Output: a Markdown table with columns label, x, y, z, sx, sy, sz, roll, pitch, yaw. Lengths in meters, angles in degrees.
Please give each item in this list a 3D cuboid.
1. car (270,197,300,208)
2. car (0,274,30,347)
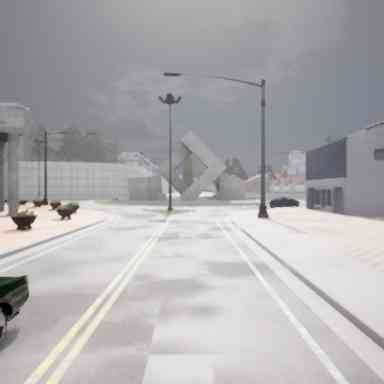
| label | x | y | z | sx | sy | sz | roll | pitch | yaw |
| --- | --- | --- | --- | --- | --- | --- | --- | --- | --- |
| car | 12.017 | 1.295 | 42.926 | 4.181 | 1.385 | 1.994 | 0 | 0 | -35 |
| car | -3.592 | 1.580 | 3.229 | 1.895 | 1.301 | 4.718 | 0 | 0 | 0 |
